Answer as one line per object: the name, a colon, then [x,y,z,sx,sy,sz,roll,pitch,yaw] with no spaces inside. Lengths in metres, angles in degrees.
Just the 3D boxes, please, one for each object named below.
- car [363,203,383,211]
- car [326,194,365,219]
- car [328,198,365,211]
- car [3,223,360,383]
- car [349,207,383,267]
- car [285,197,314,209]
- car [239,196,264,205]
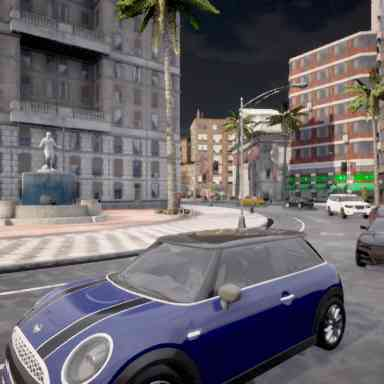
car: [11.654,1.525,19.644,1.812,1.442,4.674,0,0,19]
car: [13.910,1.221,29.884,2.150,2.045,5.566,0,0,4]
car: [19.753,1.525,42.738,1.812,1.442,4.674,0,0,-12]
car: [0.109,1.352,4.473,4.553,1.767,2.097,0,0,-39]
car: [6.746,1.477,10.851,1.882,1.535,5.008,0,0,37]
car: [15.039,1.504,46.701,1.837,1.490,4.892,0,0,-17]
car: [10.145,1.477,57.149,1.882,1.535,5.008,0,0,-35]
